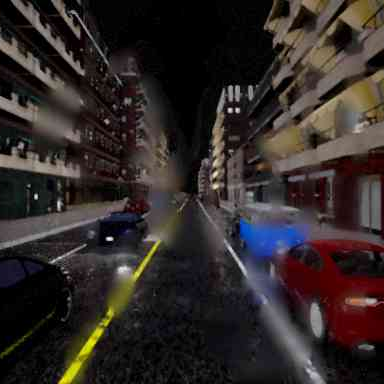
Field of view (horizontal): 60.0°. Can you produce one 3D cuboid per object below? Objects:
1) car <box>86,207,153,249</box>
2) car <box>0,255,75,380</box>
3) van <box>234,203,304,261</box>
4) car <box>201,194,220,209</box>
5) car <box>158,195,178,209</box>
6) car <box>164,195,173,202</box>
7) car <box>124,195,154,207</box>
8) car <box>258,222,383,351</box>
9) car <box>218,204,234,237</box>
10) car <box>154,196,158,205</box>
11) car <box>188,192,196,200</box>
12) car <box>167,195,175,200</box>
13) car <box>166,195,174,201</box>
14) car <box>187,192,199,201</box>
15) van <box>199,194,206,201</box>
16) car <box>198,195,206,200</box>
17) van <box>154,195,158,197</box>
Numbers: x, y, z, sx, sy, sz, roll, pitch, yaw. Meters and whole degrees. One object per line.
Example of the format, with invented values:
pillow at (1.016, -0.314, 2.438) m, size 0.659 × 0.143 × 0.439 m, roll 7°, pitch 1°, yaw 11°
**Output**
car at (-3.055, 1.555, 14.385) m, size 1.994 × 1.385 × 4.181 m, roll 0°, pitch 0°, yaw 1°
car at (-3.089, 1.561, 4.267) m, size 1.994 × 1.385 × 4.181 m, roll 0°, pitch 0°, yaw 0°
van at (2.704, 1.334, 11.941) m, size 1.690 × 1.788 × 3.998 m, roll 0°, pitch 0°, yaw 0°
car at (2.716, 1.301, 45.914) m, size 2.192 × 1.841 × 5.009 m, roll 0°, pitch 0°, yaw 0°
car at (-3.063, 1.338, 45.228) m, size 2.097 × 1.767 × 4.553 m, roll 0°, pitch 0°, yaw 0°
car at (-5.654, 1.528, 79.718) m, size 1.752 × 1.417 × 4.829 m, roll 0°, pitch 0°, yaw 0°
car at (-5.668, 1.301, 34.592) m, size 2.192 × 1.841 × 5.009 m, roll 0°, pitch 0°, yaw 0°
car at (2.700, 1.540, 6.278) m, size 1.887 × 1.381 × 4.507 m, roll 0°, pitch 0°, yaw 0°
car at (2.704, 1.541, 17.604) m, size 2.008 × 1.369 × 4.403 m, roll 0°, pitch 0°, yaw 0°
car at (-5.667, 1.536, 40.253) m, size 2.008 × 1.369 × 4.403 m, roll 0°, pitch 0°, yaw 0°
car at (0.037, 1.127, 94.423) m, size 2.150 × 2.045 × 5.566 m, roll 0°, pitch 0°, yaw 0°
car at (-5.650, 1.565, 91.213) m, size 2.008 × 1.369 × 4.403 m, roll 0°, pitch 0°, yaw 0°
car at (-5.652, 1.534, 85.381) m, size 1.752 × 1.417 × 4.829 m, roll 0°, pitch 0°, yaw 0°
car at (0.029, 1.363, 76.841) m, size 1.837 × 1.490 × 4.892 m, roll 0°, pitch 0°, yaw 0°
van at (2.730, 1.350, 85.548) m, size 1.690 × 1.788 × 3.998 m, roll 0°, pitch 0°, yaw 0°
car at (2.730, 1.559, 91.210) m, size 1.887 × 1.381 × 4.507 m, roll 0°, pitch 0°, yaw 0°
van at (-5.662, 1.327, 51.578) m, size 1.690 × 1.788 × 3.998 m, roll 0°, pitch 0°, yaw 0°
